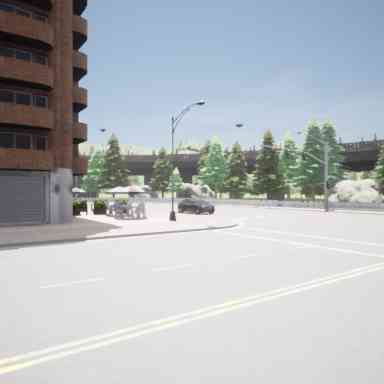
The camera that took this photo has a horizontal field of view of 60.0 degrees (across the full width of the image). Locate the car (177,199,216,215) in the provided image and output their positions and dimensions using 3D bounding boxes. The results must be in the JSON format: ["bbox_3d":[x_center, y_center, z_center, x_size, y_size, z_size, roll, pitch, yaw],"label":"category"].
[{"bbox_3d":[0.381,1.450,33.654,1.837,1.490,4.892,0,0,-36],"label":"car"}]
